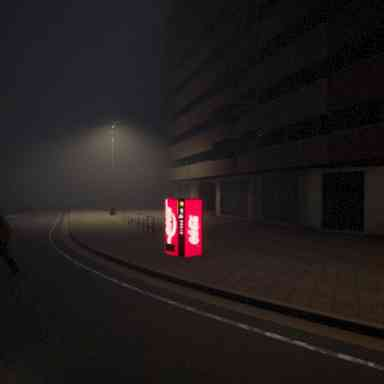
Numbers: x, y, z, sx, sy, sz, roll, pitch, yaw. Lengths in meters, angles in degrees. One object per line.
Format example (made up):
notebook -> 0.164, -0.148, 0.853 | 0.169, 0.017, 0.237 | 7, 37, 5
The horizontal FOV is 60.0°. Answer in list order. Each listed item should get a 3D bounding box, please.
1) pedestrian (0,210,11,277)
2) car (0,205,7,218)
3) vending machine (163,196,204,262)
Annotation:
pedestrian -> -5.012, 1.294, 8.637 | 0.375, 1.860, 0.375 | 0, 0, -37
car -> -16.233, 1.525, 26.631 | 1.812, 1.442, 4.674 | 0, 0, -20
vending machine -> -0.287, 1.195, 11.318 | 1.100, 2.100, 0.880 | 0, 0, -39
